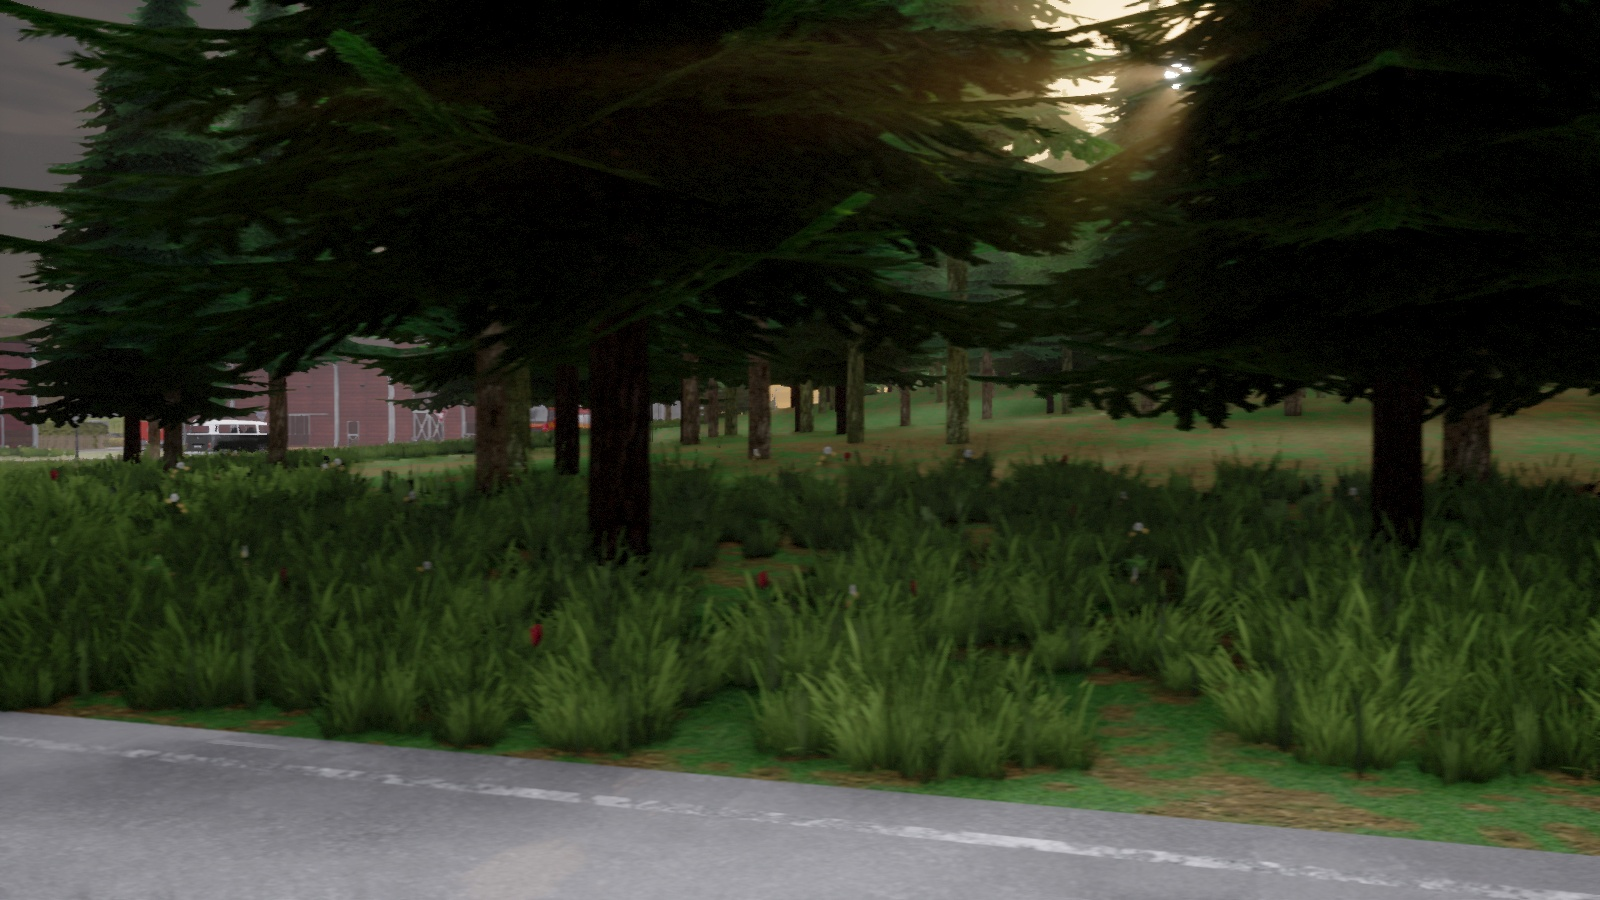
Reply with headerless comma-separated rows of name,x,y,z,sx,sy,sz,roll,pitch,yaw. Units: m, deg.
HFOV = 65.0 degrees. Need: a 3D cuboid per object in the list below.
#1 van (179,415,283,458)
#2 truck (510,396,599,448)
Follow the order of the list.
van,-27.449,-0.666,60.737,2.069,2.038,4.480,1,1,19
truck,-18.859,-2.103,97.045,2.891,3.827,8.468,1,1,19
